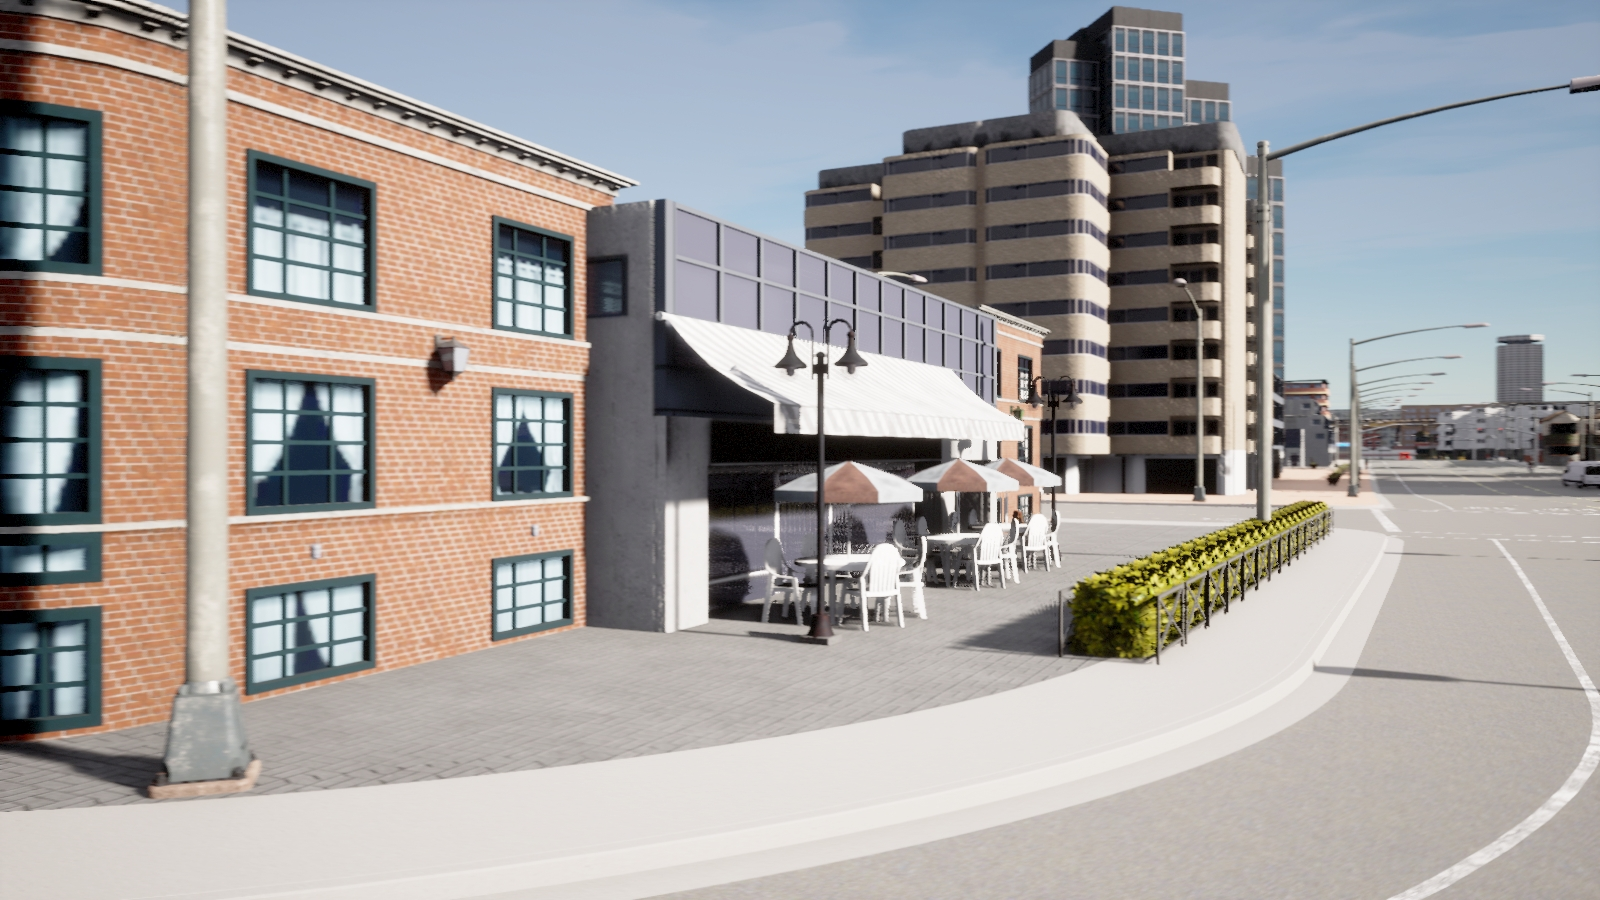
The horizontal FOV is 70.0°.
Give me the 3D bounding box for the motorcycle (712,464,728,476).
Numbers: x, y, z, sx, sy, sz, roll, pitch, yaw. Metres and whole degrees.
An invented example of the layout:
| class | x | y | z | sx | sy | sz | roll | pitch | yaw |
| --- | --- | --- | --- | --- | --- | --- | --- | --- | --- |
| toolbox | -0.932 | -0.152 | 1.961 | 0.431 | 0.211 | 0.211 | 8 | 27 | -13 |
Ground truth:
| class | x | y | z | sx | sy | sz | roll | pitch | yaw |
| --- | --- | --- | --- | --- | --- | --- | --- | --- | --- |
| motorcycle | -9.037 | 2.286 | 129.357 | 0.764 | 1.277 | 2.356 | 0 | 0 | 28 |
